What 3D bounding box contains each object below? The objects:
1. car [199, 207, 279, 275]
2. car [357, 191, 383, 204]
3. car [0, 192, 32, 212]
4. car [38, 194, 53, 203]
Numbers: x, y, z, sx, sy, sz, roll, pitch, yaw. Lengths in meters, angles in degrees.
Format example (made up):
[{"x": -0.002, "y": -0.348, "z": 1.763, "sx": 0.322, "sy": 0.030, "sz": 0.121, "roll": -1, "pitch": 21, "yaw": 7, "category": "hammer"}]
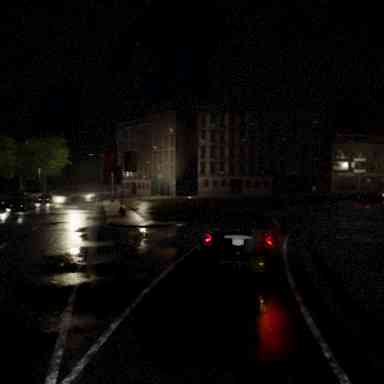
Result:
[{"x": 1.630, "y": 1.270, "z": 10.565, "sx": 2.097, "sy": 1.767, "sz": 4.553, "roll": 1, "pitch": 1, "yaw": 12, "category": "car"}, {"x": 22.692, "y": 0.635, "z": 42.257, "sx": 4.674, "sy": 1.442, "sz": 1.812, "roll": -2, "pitch": 3, "yaw": -41, "category": "car"}, {"x": -19.270, "y": 1.028, "z": 36.773, "sx": 2.150, "sy": 2.045, "sz": 5.566, "roll": 0, "pitch": 0, "yaw": -15, "category": "car"}, {"x": -24.381, "y": 1.063, "z": 55.532, "sx": 1.837, "sy": 1.490, "sz": 4.892, "roll": 0, "pitch": 1, "yaw": -15, "category": "car"}]
